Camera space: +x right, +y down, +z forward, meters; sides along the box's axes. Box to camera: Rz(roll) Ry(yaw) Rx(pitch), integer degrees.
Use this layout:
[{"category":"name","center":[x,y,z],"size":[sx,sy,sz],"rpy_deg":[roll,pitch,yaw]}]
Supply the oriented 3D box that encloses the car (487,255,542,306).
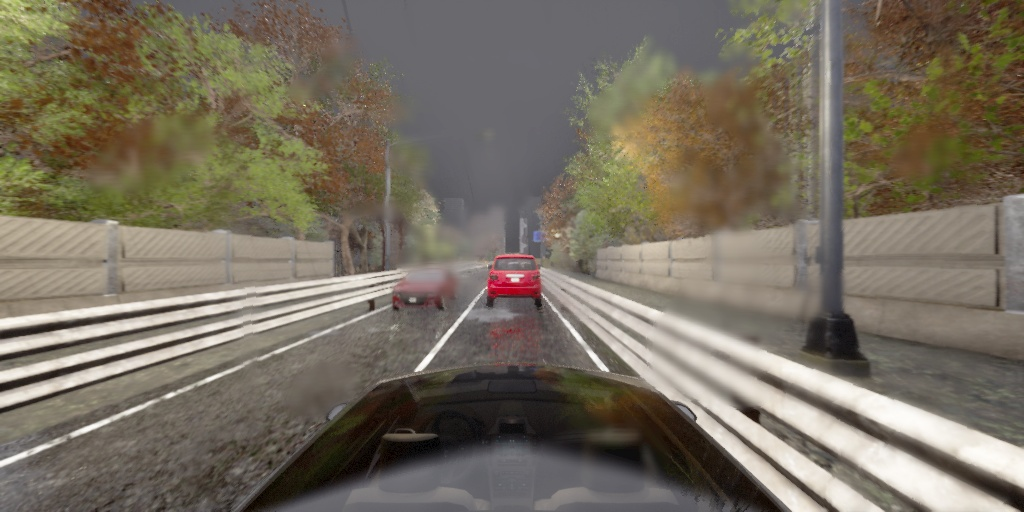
[{"category":"car","center":[0.113,0.971,15.868],"size":[2.150,2.045,5.566],"rpy_deg":[0,0,0]}]

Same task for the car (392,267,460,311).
[{"category":"car","center":[-3.337,1.221,14.665],"size":[1.882,1.535,5.008],"rpy_deg":[0,0,0]}]
